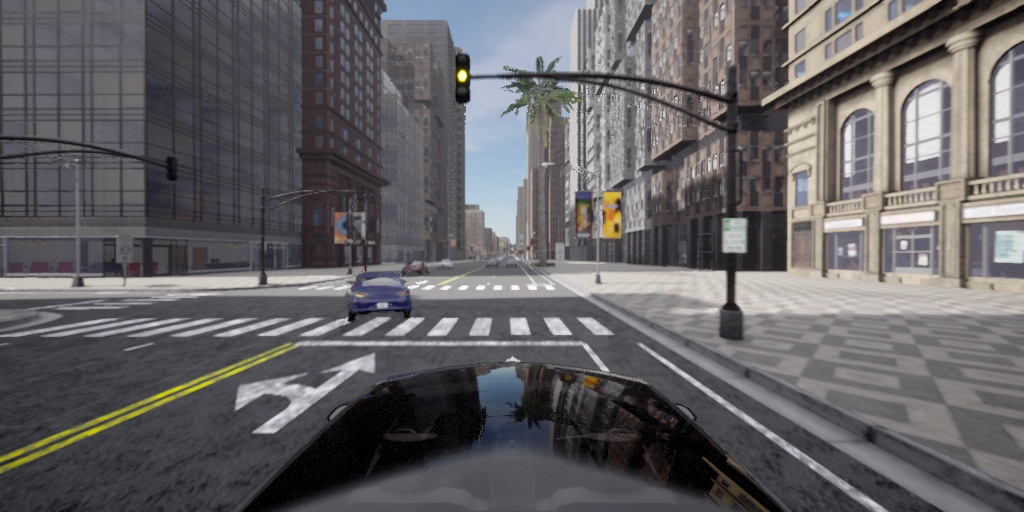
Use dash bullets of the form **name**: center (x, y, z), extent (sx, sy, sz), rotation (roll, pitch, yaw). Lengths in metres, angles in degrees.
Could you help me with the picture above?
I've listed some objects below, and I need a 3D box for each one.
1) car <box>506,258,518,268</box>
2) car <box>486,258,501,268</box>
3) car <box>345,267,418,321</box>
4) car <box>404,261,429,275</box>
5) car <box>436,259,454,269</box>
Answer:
- **car**: center (-0.023, 1.189, 59.288), extent (2.033, 1.411, 5.357), rotation (0, 0, 0)
- **car**: center (-3.273, 1.189, 59.287), extent (2.033, 1.411, 5.357), rotation (0, 0, 0)
- **car**: center (-4.643, 1.248, 12.375), extent (1.812, 1.442, 4.674), rotation (1, 0, -24)
- **car**: center (-9.848, 1.195, 36.902), extent (1.812, 1.442, 4.674), rotation (0, 0, 0)
- **car**: center (-9.822, 1.171, 53.076), extent (1.812, 1.442, 4.674), rotation (0, 0, 0)
